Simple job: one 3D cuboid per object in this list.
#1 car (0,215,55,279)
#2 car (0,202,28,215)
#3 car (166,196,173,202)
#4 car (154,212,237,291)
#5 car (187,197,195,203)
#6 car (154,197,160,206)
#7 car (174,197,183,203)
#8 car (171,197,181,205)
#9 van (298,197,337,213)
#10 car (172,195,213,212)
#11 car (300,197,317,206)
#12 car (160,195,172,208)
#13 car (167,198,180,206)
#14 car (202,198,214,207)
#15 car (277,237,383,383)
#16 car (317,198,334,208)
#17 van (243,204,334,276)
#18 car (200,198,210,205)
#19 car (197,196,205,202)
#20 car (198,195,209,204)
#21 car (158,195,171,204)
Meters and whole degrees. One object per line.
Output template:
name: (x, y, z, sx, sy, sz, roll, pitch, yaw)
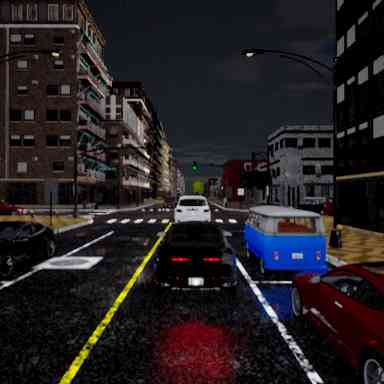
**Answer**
car: (-5.713, 1.596, 10.182, 1.947, 1.339, 4.313, 0, 0, 0)
car: (-17.543, 1.620, 30.938, 4.206, 1.307, 1.802, 0, -1, 0)
car: (-5.908, 1.859, 88.007, 1.752, 1.417, 4.829, 0, 0, 0)
car: (0.075, 1.533, 9.059, 1.837, 1.490, 4.892, 0, 0, 0)
car: (-0.203, 1.842, 81.453, 2.033, 1.411, 5.357, 0, 0, 0)
car: (-5.839, 1.735, 60.311, 1.752, 1.417, 4.829, 0, 0, 0)
car: (-3.196, 1.838, 78.045, 1.994, 1.385, 4.181, 0, 0, 0)
car: (-3.184, 1.767, 68.029, 1.812, 1.442, 4.674, 0, 0, 0)
van: (14.801, 1.534, 39.480, 3.998, 1.788, 1.690, 0, -1, 0)
car: (0.037, 1.289, 22.167, 2.150, 2.045, 5.566, 0, 0, 0)
car: (13.349, 1.660, 36.878, 4.902, 1.511, 2.128, 0, 0, 0)
car: (-3.224, 1.520, 50.030, 2.097, 1.767, 4.553, 0, 0, 0)
car: (-3.223, 1.805, 58.973, 1.895, 1.301, 4.718, 0, 0, 0)
car: (2.555, 1.714, 55.134, 1.752, 1.417, 4.829, 0, 0, 0)
car: (2.649, 1.595, 4.488, 1.802, 1.307, 4.206, 0, 0, 0)
car: (14.845, 1.444, 31.100, 5.009, 1.841, 2.192, 0, -1, 0)
van: (2.635, 1.371, 10.178, 1.690, 1.788, 3.998, 0, 0, 0)
car: (2.527, 1.815, 66.042, 1.802, 1.307, 4.206, 0, 0, 0)
car: (2.472, 1.885, 88.199, 2.008, 1.369, 4.403, 0, 0, 0)
car: (2.515, 1.572, 71.582, 2.192, 1.841, 5.009, 0, 0, 0)
car: (-5.866, 1.572, 71.561, 2.192, 1.841, 5.009, 0, 0, 0)
